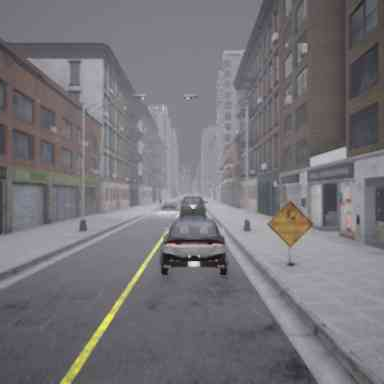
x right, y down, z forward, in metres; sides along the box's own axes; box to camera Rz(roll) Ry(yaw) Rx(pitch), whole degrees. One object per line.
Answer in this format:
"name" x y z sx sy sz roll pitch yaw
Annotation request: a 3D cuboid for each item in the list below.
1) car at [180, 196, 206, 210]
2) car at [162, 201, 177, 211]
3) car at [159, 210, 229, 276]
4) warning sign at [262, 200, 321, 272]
"car" 0.092 1.374 29.655 2.150 2.045 5.566 0 0 0
"car" -3.080 1.826 45.426 1.895 1.301 4.718 0 0 0
"car" 0.067 1.550 10.539 2.128 1.511 4.902 0 0 0
"warning sign" 2.718 1.166 9.235 1.300 1.860 1.060 0 0 0
